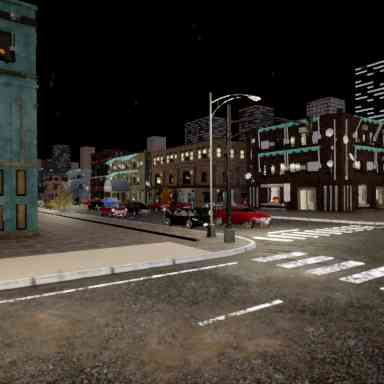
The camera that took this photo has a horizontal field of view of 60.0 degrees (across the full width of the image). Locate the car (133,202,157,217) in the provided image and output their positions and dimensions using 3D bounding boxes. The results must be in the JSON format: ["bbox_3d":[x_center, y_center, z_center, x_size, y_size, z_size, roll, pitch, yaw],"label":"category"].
[{"bbox_3d":[-6.190,1.886,36.724,1.837,1.490,4.892,-1,-1,-35],"label":"car"}]

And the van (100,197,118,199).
[{"bbox_3d":[-14.251,1.905,58.096,1.690,1.788,3.998,-1,0,-35],"label":"van"}]

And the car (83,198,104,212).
[{"bbox_3d":[-13.247,2.042,46.741,1.812,1.442,4.674,-1,0,-35],"label":"car"}]

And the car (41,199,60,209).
[{"bbox_3d":[-24.185,2.231,57.628,1.752,1.417,4.829,-1,0,-35],"label":"car"}]

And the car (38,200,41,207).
[{"bbox_3d":[-30.682,2.375,66.802,2.008,1.369,4.403,-1,0,-35],"label":"car"}]

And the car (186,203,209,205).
[{"bbox_3d":[1.751,1.808,35.512,2.008,1.369,4.403,-2,0,-35],"label":"car"}]

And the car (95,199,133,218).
[{"bbox_3d":[-8.289,1.845,35.183,1.967,1.590,4.097,-1,0,-35],"label":"car"}]

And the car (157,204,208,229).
[{"bbox_3d":[-0.364,1.813,23.789,1.947,1.339,4.313,-2,0,-35],"label":"car"}]

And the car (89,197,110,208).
[{"bbox_3d":[-17.451,1.938,62.612,2.192,1.841,5.009,-1,0,-35],"label":"car"}]

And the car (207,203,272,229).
[{"bbox_3d":[3.410,1.715,23.243,1.812,1.442,4.674,-1,0,-37],"label":"car"}]

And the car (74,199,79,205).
[{"bbox_3d":[-27.043,2.362,76.164,1.947,1.339,4.313,-1,0,-35],"label":"car"}]

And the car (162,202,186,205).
[{"bbox_3d":[-1.448,1.902,40.029,1.802,1.307,4.206,-2,0,-35],"label":"car"}]

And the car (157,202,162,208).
[{"bbox_3d":[-4.646,1.964,44.545,1.802,1.307,4.206,-2,0,-35],"label":"car"}]
